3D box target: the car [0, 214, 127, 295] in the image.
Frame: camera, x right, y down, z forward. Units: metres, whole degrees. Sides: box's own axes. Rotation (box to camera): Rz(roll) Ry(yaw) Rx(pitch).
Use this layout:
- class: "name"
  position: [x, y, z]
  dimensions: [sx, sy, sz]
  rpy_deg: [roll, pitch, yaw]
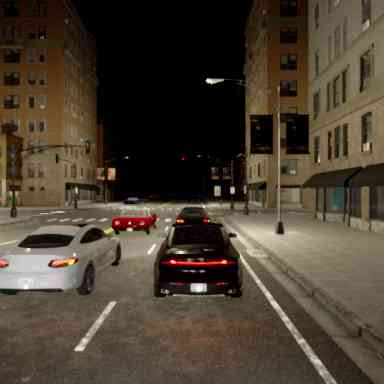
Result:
- class: "car"
  position: [-3.120, 1.519, 8.557]
  dimensions: [1.812, 1.442, 4.674]
  rpy_deg: [0, 0, 0]

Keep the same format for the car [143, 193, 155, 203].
- class: "car"
  position: [-9.449, 1.473, 69.052]
  dimensions: [2.033, 1.411, 5.357]
  rpy_deg: [0, 0, 0]

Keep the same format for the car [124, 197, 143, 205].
- class: "car"
  position: [-9.606, 1.552, 53.684]
  dimensions: [1.895, 1.301, 4.718]
  rpy_deg: [0, 0, 0]

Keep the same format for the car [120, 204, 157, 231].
- class: "car"
  position: [-3.071, 1.586, 18.738]
  dimensions: [1.895, 1.301, 4.718]
  rpy_deg: [0, 0, 0]

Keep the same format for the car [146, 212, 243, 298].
- class: "car"
  position: [0.136, 1.498, 8.501]
  dimensions: [1.837, 1.490, 4.892]
  rpy_deg: [0, 0, 0]

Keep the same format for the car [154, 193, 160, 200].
- class: "car"
  position: [-9.381, 1.034, 84.432]
  dimensions: [2.097, 1.767, 4.553]
  rpy_deg: [0, 0, 0]

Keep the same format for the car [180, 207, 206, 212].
- class: "car"
  position: [0.075, 1.511, 17.746]
  dimensions: [1.812, 1.442, 4.674]
  rpy_deg: [0, 0, 0]

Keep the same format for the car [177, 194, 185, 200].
- class: "car"
  position: [-2.856, 1.331, 90.160]
  dimensions: [1.994, 1.385, 4.181]
  rpy_deg: [0, 0, 0]

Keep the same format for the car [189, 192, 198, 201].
- class: "car"
  position: [0.349, 1.418, 79.726]
  dimensions: [1.837, 1.490, 4.892]
  rpy_deg: [0, 0, 0]

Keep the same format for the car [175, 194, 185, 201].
- class: "car"
  position: [-2.900, 1.442, 80.157]
  dimensions: [1.812, 1.442, 4.674]
  rpy_deg: [0, 0, 0]

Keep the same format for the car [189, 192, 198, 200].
- class: "car"
  position: [0.394, 1.004, 90.175]
  dimensions: [2.150, 2.045, 5.566]
  rpy_deg: [0, 0, 0]
